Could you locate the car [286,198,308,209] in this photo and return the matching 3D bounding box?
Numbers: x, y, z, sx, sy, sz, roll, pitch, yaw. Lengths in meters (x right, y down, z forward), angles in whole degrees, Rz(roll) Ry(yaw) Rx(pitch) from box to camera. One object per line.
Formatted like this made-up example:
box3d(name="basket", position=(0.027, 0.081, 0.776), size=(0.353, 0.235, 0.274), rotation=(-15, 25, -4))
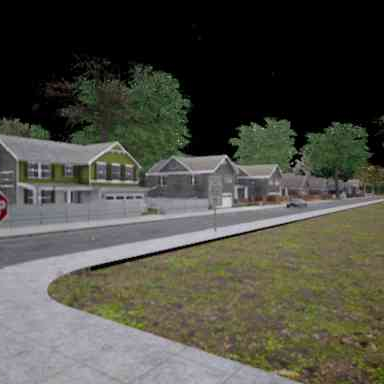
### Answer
box3d(name="car", position=(14.674, 1.565, 46.358), size=(1.994, 1.385, 4.181), rotation=(0, 0, 35))
